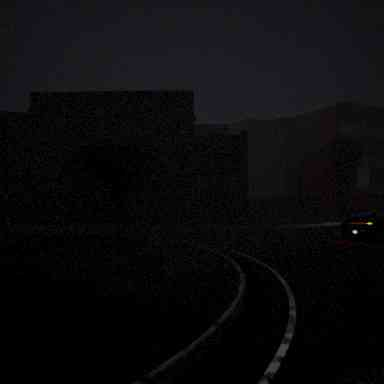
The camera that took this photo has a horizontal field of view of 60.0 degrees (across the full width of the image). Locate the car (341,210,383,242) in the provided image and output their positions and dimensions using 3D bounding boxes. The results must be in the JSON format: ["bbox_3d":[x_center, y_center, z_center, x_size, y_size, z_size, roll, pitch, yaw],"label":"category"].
[{"bbox_3d":[9.909,1.774,18.388,4.892,1.490,1.837,1,-3,-44],"label":"car"}]
